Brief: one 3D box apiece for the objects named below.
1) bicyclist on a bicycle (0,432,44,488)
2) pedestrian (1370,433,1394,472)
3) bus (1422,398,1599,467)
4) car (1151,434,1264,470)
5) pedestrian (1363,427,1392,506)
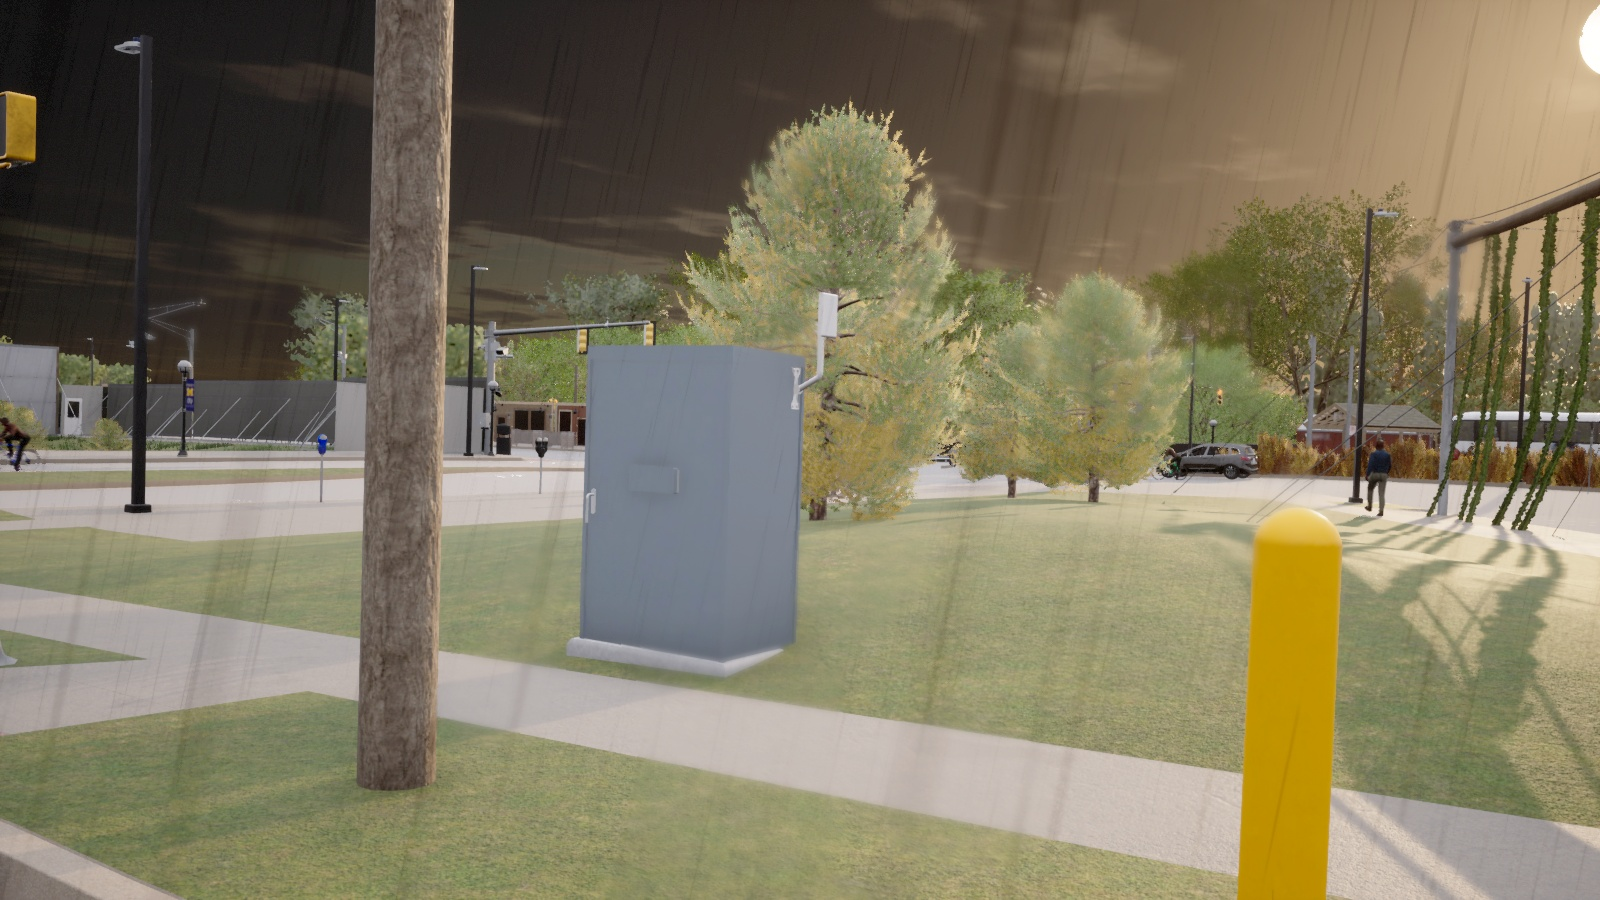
[{"bbox_3d":[-23.173,0.285,36.799,0.582,1.620,1.656,1,2,34],"label":"bicyclist on a bicycle"},{"bbox_3d":[28.322,0.101,61.087,0.563,1.883,0.849,-1,2,-44],"label":"pedestrian"},{"bbox_3d":[46.598,-1.210,81.742,10.273,4.253,3.944,1,2,38],"label":"bus"},{"bbox_3d":[19.298,0.091,59.531,4.611,1.667,2.242,0,1,34],"label":"car"},{"bbox_3d":[13.635,0.380,29.654,0.370,1.835,0.726,1,2,8],"label":"pedestrian"}]
